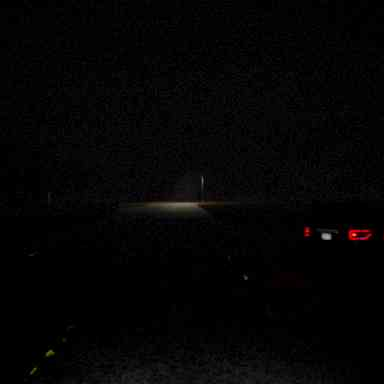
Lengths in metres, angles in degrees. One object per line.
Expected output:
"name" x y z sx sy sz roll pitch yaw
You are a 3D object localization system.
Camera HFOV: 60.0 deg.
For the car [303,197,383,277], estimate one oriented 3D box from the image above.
"car" 5.818 1.138 10.068 5.566 2.045 2.150 -3 -1 -31
